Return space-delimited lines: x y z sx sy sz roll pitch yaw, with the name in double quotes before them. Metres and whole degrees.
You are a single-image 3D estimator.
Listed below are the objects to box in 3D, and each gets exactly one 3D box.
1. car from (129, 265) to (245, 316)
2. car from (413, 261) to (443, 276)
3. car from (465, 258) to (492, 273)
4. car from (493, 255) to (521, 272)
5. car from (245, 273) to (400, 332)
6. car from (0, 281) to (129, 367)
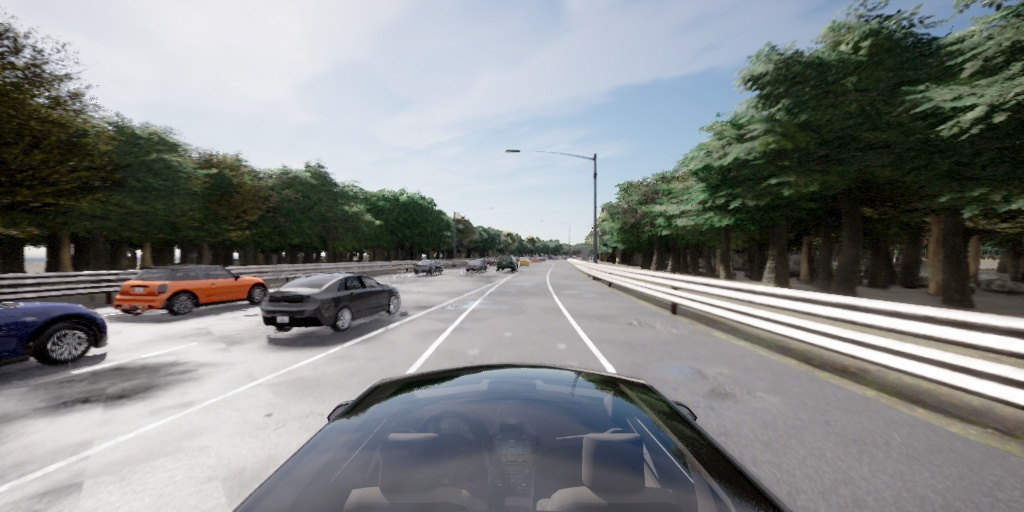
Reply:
"car" -11.802 1.116 13.721 2.097 1.767 4.553 0 0 7
"car" -8.680 1.237 37.563 2.128 1.511 4.902 0 0 7
"car" -4.300 1.279 44.041 2.033 1.411 5.357 0 0 7
"car" -0.562 0.947 45.623 2.150 2.045 5.566 0 0 7
"car" -5.116 1.262 10.893 1.837 1.490 4.892 0 0 7
"car" -9.373 1.110 5.351 2.097 1.767 4.553 0 0 7
